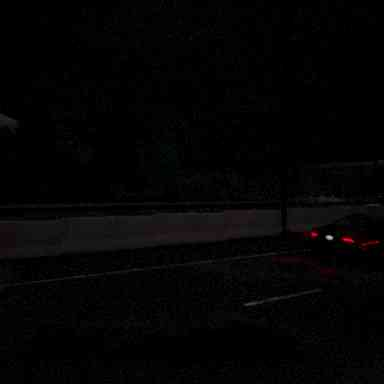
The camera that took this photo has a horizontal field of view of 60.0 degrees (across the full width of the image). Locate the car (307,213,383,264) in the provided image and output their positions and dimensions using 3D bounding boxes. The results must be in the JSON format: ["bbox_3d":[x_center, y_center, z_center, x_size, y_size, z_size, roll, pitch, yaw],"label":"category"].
[{"bbox_3d":[6.361,1.428,11.222,5.357,1.411,2.033,0,1,-28],"label":"car"}]
